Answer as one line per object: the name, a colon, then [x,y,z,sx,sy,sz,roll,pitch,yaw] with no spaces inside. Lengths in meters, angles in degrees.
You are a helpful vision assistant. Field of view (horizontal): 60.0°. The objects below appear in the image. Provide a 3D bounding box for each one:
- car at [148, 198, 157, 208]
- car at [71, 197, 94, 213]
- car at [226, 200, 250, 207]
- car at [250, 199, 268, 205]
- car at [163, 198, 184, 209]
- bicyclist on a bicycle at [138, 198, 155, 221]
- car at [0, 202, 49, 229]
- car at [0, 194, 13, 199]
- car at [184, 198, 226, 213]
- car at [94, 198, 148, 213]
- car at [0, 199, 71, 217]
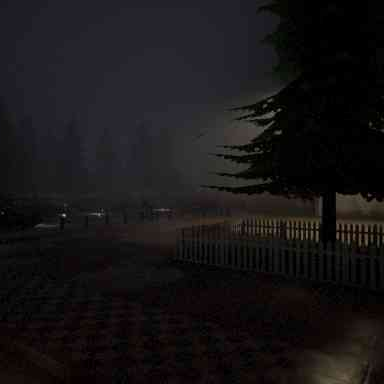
car: [-6.601,1.526,44.746,1.812,1.442,4.674,0,0,36]
car: [-12.546,1.352,36.412,2.097,1.767,4.553,0,0,36]
car: [6.661,1.564,50.980,1.994,1.385,4.181,0,0,37]
car: [11.540,1.564,57.825,1.994,1.385,4.181,0,0,36]
car: [-1.646,1.547,45.649,2.033,1.411,5.357,0,0,36]
bicyclist on a bicycle: [-3.355,1.302,24.356,1.656,1.620,0.582,0,0,35]
car: [-11.567,1.547,19.363,2.033,1.411,5.357,0,0,36]
car: [-18.147,1.222,28.558,2.150,2.045,5.566,0,0,35]
car: [1.522,1.505,37.721,1.837,1.490,4.892,0,0,35]
car: [-7.815,1.547,37.020,2.033,1.411,5.357,0,0,35]
car: [-13.660,1.547,28.824,2.033,1.411,5.357,0,0,35]
